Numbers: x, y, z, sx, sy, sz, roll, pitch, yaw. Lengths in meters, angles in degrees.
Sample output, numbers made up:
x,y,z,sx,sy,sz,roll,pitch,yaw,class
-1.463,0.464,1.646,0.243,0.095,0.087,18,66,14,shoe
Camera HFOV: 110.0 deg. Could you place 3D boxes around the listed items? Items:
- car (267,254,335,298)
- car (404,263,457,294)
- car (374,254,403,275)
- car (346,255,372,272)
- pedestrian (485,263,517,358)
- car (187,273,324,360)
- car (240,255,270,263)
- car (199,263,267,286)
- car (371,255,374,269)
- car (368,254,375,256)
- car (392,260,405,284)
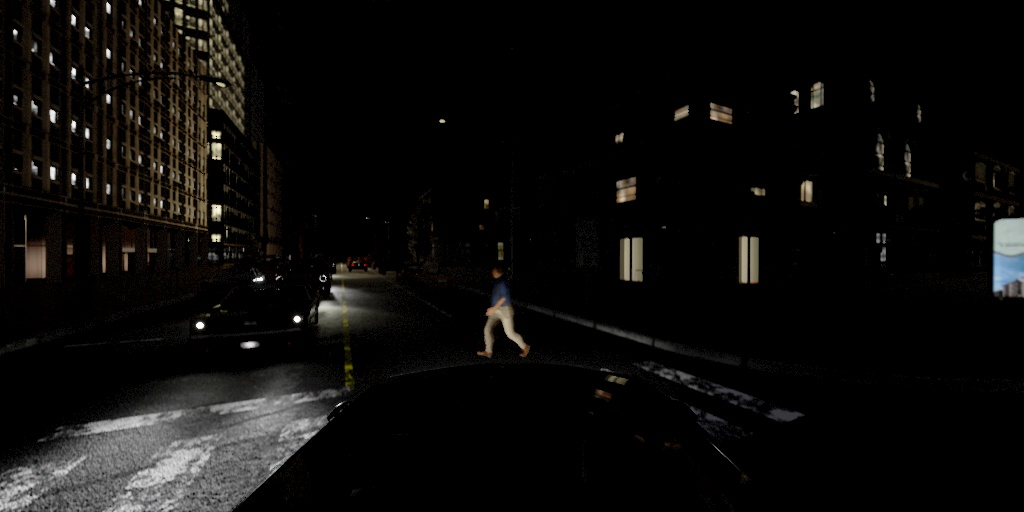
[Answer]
x,y,z,sx,sy,sz,roll,pitch,yaw,class
-9.544,0.937,16.581,2.097,1.767,4.553,0,0,-26,car
-4.289,1.120,19.010,1.751,1.417,4.829,0,0,-26,car
-11.370,0.776,33.847,2.192,1.841,5.009,0,0,-26,car
-16.841,0.948,39.204,2.033,1.411,5.357,0,0,-25,car
-0.210,0.991,6.705,0.375,1.860,0.375,0,0,-26,pedestrian
-5.648,1.260,8.415,1.895,1.301,4.718,0,0,-26,car
-14.165,0.853,20.246,2.192,1.841,5.009,0,0,-26,car
-11.780,1.134,15.249,2.007,1.370,4.403,0,0,-26,car
-16.213,0.900,43.995,1.751,1.417,4.829,0,0,-26,car
-18.525,0.647,48.839,2.192,1.841,5.009,0,0,-26,car
-6.600,1.132,23.854,1.802,1.307,4.207,0,0,-26,car
